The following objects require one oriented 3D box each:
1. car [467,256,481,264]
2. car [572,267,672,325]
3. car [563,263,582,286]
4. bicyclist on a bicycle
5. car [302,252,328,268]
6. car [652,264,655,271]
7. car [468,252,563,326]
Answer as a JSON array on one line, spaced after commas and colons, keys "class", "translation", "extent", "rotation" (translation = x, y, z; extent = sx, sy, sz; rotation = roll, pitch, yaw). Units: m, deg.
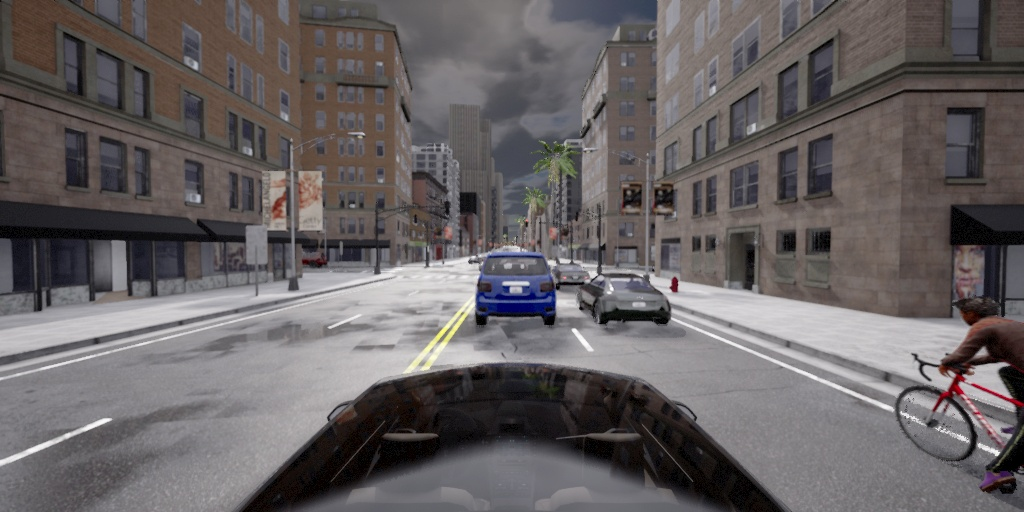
[{"class": "car", "translation": [-6.610, 0.724, 63.253], "extent": [1.994, 1.385, 4.181], "rotation": [0, 1, 0]}, {"class": "car", "translation": [3.320, 1.221, 11.352], "extent": [1.994, 1.385, 4.181], "rotation": [0, 0, 0]}, {"class": "car", "translation": [3.231, 1.114, 20.791], "extent": [2.033, 1.411, 5.357], "rotation": [0, 1, 0]}, {"class": "bicyclist on a bicycle", "translation": [4.143, 1.189, 3.049], "extent": [0.582, 1.620, 1.656], "rotation": [0, 0, 0]}, {"class": "car", "translation": [-23.935, 0.462, 41.146], "extent": [5.009, 1.841, 2.192], "rotation": [0, 0, -9]}, {"class": "car", "translation": [16.173, 1.191, 35.697], "extent": [4.313, 1.339, 1.948], "rotation": [0, 0, 0]}, {"class": "car", "translation": [0.091, 0.879, 11.356], "extent": [2.150, 2.045, 5.566], "rotation": [0, 1, 0]}]
